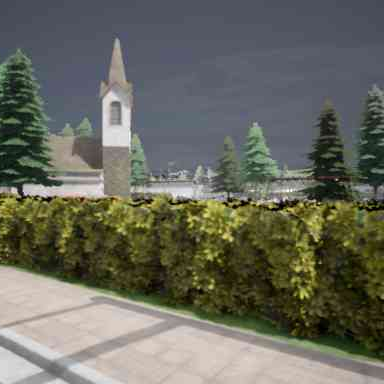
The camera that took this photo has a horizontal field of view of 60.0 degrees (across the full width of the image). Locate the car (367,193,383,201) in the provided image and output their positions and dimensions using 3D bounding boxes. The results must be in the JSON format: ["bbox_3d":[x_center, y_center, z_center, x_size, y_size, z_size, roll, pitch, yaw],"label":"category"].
[{"bbox_3d":[36.513,1.383,65.493,3.633,1.501,1.845,0,0,35],"label":"car"}]

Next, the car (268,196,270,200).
[{"bbox_3d":[16.958,1.362,83.040,5.027,1.636,2.152,0,0,35],"label":"car"}]

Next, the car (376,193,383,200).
[{"bbox_3d":[47.302,1.107,80.625,4.605,1.855,1.932,0,0,35],"label":"car"}]

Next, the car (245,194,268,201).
[{"bbox_3d":[15.199,1.371,80.442,4.514,1.523,2.007,0,0,35],"label":"car"}]
